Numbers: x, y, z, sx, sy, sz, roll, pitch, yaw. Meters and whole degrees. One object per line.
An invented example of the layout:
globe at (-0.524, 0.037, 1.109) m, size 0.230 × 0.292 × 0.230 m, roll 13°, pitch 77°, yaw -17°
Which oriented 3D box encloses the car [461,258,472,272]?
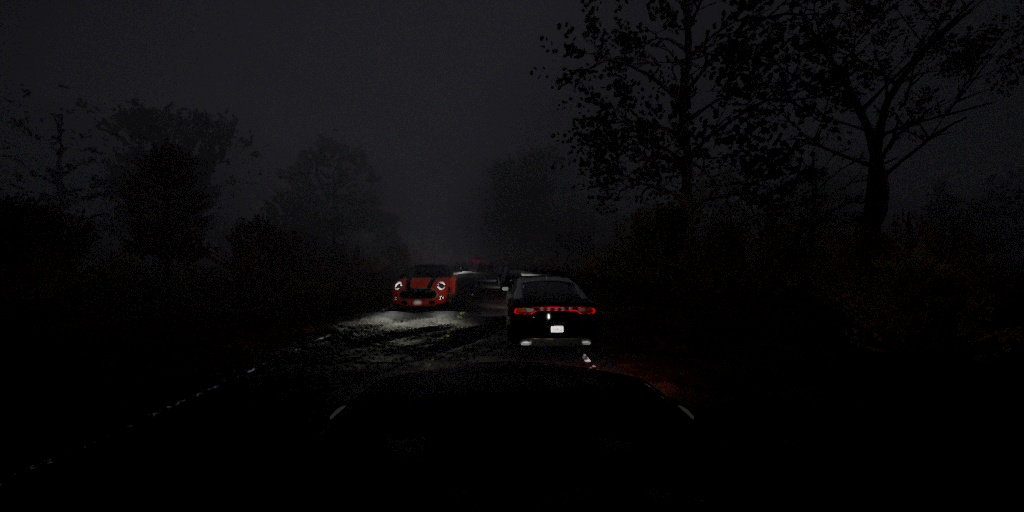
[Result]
car at (-6.605, 1.311, 46.137) m, size 1.994 × 1.385 × 4.181 m, roll 0°, pitch 0°, yaw -9°

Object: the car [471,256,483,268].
car at (-5.986, 0.965, 60.660) m, size 2.150 × 2.045 × 5.566 m, roll 0°, pitch 0°, yaw -12°

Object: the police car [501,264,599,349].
police car at (0.775, 1.175, 9.337) m, size 1.930 × 1.638 × 5.238 m, roll 0°, pitch 0°, yaw -2°

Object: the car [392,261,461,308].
car at (-3.521, 1.101, 15.186) m, size 2.097 × 1.767 × 4.553 m, roll 0°, pitch 0°, yaw -3°

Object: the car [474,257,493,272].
car at (-3.575, 1.223, 47.102) m, size 1.882 × 1.535 × 5.008 m, roll 0°, pitch 0°, yaw -9°

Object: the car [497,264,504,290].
car at (0.315, 1.275, 19.295) m, size 1.812 × 1.442 × 4.674 m, roll 0°, pitch 0°, yaw -4°
